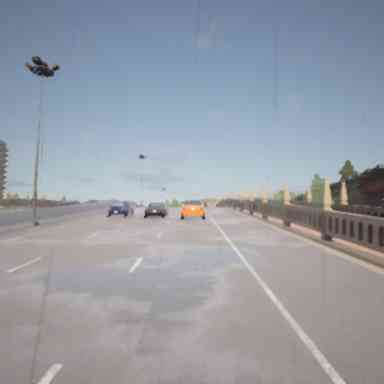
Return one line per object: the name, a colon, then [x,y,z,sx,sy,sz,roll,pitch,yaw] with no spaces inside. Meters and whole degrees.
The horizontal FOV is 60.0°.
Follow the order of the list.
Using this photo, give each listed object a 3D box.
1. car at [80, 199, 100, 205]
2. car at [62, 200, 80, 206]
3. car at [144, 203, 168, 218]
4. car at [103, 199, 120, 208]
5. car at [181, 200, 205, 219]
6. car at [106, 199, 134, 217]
car: [-17.522,2.025,58.362,1.837,1.490,4.892,0,-3,0]
car: [-21.022,2.026,58.360,2.033,1.411,5.357,0,-3,0]
car: [-3.413,1.699,32.181,1.994,1.385,4.181,0,0,0]
car: [-14.022,2.036,58.362,1.812,1.442,4.674,0,-3,0]
car: [0.087,1.480,30.534,2.097,1.767,4.553,0,0,0]
car: [-6.913,1.662,32.444,1.812,1.442,4.674,0,0,0]
